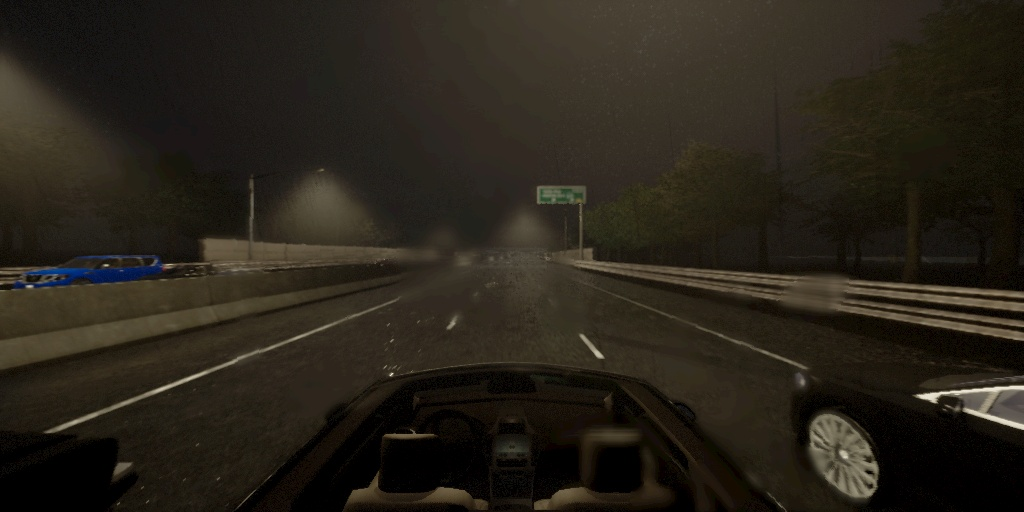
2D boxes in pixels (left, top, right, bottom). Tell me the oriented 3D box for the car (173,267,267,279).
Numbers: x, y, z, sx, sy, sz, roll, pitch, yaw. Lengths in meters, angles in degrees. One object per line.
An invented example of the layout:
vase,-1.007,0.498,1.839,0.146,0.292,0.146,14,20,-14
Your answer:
car,-14.070,1.349,18.378,1.895,1.301,4.718,0,0,0

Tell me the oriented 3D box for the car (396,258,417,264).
car,-17.196,1.119,60.136,2.128,1.511,4.902,0,0,1

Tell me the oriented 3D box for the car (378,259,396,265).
car,-20.699,1.197,59.807,1.994,1.385,4.181,0,0,1

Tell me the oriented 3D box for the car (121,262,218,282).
car,-17.560,1.253,19.513,1.837,1.490,4.892,0,0,0

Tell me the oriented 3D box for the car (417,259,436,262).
car,-13.691,1.194,60.055,2.033,1.411,5.357,0,0,1

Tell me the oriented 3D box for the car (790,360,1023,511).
car,3.600,1.241,1.464,2.128,1.511,4.902,0,0,0

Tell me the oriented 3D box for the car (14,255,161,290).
car,-21.068,0.967,18.432,2.150,2.045,5.566,0,0,0

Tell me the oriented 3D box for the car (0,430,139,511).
car,-3.399,1.350,0.174,1.895,1.301,4.718,0,0,0
